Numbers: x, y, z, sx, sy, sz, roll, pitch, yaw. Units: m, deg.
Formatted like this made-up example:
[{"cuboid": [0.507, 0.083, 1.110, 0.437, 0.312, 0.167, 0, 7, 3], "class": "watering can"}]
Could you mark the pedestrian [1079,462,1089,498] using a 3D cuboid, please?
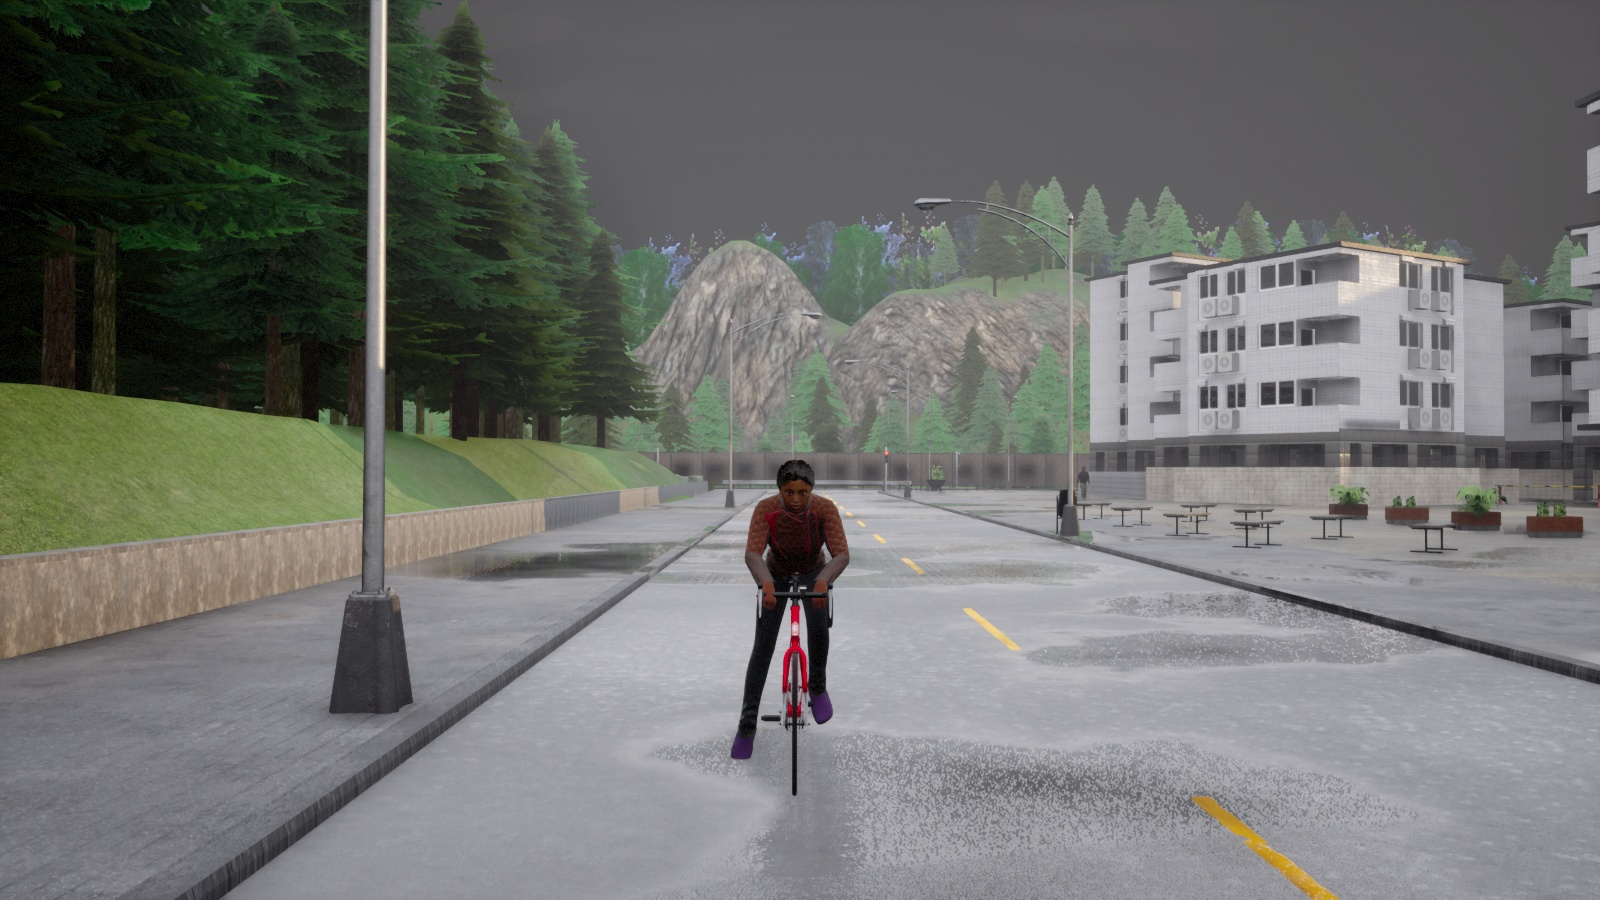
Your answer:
[{"cuboid": [14.794, 1.562, 65.448, 0.431, 1.840, 0.703, 0, -1, 9], "class": "pedestrian"}]

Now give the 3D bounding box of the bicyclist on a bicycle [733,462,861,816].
[{"cuboid": [-0.018, 0.878, 6.593, 0.582, 1.620, 1.656, 0, -1, 0], "class": "bicyclist on a bicycle"}]
